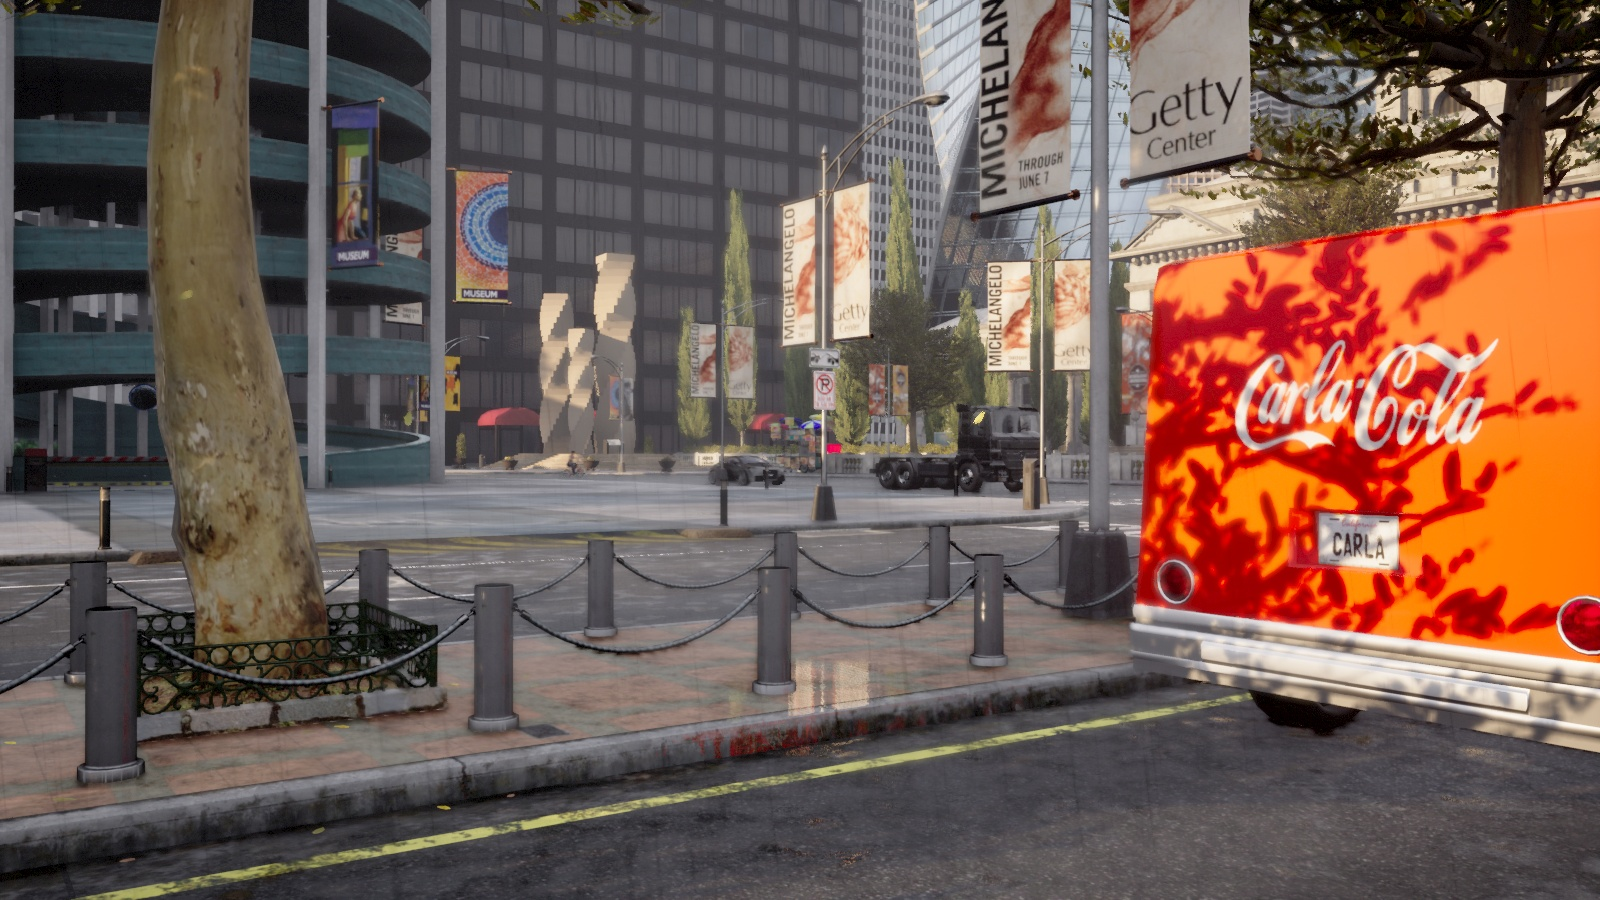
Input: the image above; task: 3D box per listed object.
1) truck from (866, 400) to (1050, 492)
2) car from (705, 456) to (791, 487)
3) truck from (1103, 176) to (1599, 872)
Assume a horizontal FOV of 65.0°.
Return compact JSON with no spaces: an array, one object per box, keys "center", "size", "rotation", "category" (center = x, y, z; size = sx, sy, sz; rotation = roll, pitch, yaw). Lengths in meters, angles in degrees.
[{"center":[6.281,-0.125,51.367],"size":[2.891,3.462,7.936],"rotation":[0,0,-35],"category":"truck"},{"center":[-2.414,0.955,57.712],"size":[1.994,1.385,4.181],"rotation":[0,0,-36],"category":"car"},{"center":[4.416,0.265,6.736],"size":[5.204,2.467,2.627],"rotation":[0,0,-35],"category":"truck"}]
